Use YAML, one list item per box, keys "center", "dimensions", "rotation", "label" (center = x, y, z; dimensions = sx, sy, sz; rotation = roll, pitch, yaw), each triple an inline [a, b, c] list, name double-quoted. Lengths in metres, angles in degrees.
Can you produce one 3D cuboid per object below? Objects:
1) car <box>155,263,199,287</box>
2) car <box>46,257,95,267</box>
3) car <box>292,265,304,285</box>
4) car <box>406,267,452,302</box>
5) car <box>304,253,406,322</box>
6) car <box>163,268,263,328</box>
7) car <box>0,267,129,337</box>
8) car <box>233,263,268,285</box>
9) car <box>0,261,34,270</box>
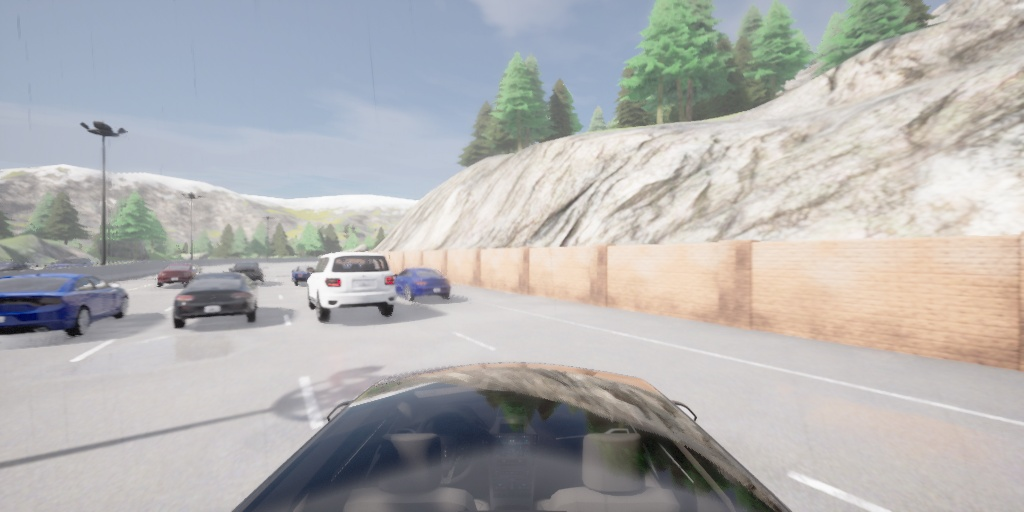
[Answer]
- center: [-21.593, 1.201, 23.516]
  dimensions: [1.812, 1.442, 4.674]
  rotation: [0, 0, -34]
  label: "car"
- center: [-41.294, 0.970, 33.617]
  dimensions: [2.097, 1.767, 4.553]
  rotation: [0, 0, -34]
  label: "car"
- center: [-14.445, 1.291, 25.418]
  dimensions: [1.895, 1.301, 4.718]
  rotation: [0, 0, -34]
  label: "car"
- center: [-4.398, 1.248, 16.836]
  dimensions: [1.812, 1.442, 4.674]
  rotation: [0, 0, -34]
  label: "car"
- center: [-5.731, 0.939, 12.543]
  dimensions: [2.150, 2.045, 5.566]
  rotation: [0, -1, -34]
  label: "car"
- center: [-9.135, 1.245, 11.332]
  dimensions: [1.812, 1.442, 4.674]
  rotation: [0, -1, -34]
  label: "car"
- center: [-12.141, 1.191, 9.531]
  dimensions: [1.882, 1.535, 5.008]
  rotation: [0, 0, -34]
  label: "car"
- center: [-18.181, 1.189, 24.708]
  dimensions: [1.837, 1.490, 4.892]
  rotation: [0, 1, -34]
  label: "car"
- center: [-43.684, 1.163, 30.894]
  dimensions: [2.033, 1.411, 5.357]
  rotation: [0, 0, -34]
  label: "car"
